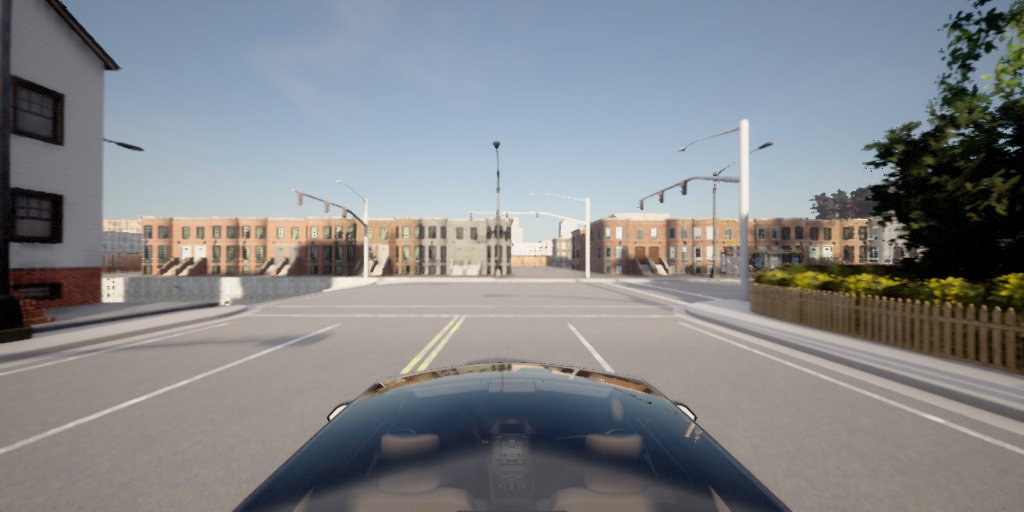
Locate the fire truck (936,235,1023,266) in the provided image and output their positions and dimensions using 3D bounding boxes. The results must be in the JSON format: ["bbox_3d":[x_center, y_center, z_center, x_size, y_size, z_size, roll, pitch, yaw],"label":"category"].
[{"bbox_3d":[36.136,0.317,26.284,8.468,3.827,2.891,0,-1,0],"label":"fire truck"}]
